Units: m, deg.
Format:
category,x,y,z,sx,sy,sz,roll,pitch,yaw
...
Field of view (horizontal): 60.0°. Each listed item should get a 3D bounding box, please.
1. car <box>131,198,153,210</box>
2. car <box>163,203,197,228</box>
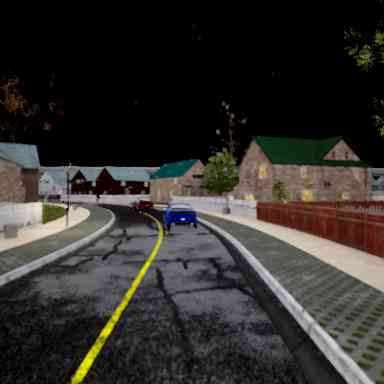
category,x,y,z,sx,sy,sz,roll,pitch,yaw
car,-6.303,1.468,41.954,1.882,1.535,5.008,0,0,-22
car,-0.875,1.481,22.387,1.882,1.535,5.008,0,0,-8
